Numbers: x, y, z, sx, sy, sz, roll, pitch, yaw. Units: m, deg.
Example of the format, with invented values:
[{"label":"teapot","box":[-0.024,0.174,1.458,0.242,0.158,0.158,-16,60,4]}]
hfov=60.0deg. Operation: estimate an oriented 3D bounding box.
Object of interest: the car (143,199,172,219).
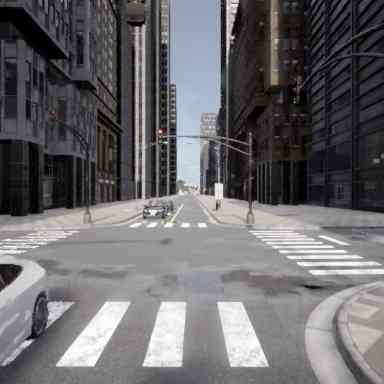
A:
[{"label":"car","box":[-3.176,1.500,29.438,2.128,1.511,4.902,0,0,0]}]

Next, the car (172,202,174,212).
[{"label":"car","box":[-3.204,1.578,39.504,1.994,1.385,4.181,0,0,-1]}]

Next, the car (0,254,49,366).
[{"label":"car","box":[-3.084,1.526,3.756,1.812,1.442,4.674,1,0,-6]}]
